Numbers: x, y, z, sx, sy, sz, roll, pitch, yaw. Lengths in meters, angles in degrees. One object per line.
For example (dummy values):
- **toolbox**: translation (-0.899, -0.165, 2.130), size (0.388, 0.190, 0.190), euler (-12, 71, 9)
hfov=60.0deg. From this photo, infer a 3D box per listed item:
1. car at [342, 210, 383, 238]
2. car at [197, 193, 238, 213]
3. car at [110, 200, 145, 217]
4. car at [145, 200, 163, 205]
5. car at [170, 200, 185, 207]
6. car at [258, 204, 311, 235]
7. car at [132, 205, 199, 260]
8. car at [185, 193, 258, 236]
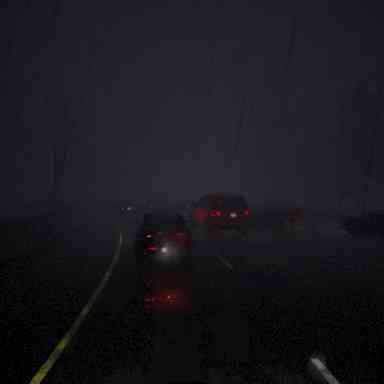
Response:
- **car**: translation (9.117, 1.498, 15.066), size (2.033, 1.411, 5.357), euler (0, 0, -9)
- **car**: translation (2.664, 1.121, 36.373), size (2.150, 2.045, 5.566), euler (0, 0, -24)
- **car**: translation (-6.298, 1.472, 30.843), size (2.033, 1.411, 5.357), euler (0, 0, -23)
- **car**: translation (-4.295, 1.512, 34.885), size (1.895, 1.301, 4.718), euler (0, 0, -24)
- **car**: translation (-0.755, 1.507, 35.471), size (1.895, 1.301, 4.718), euler (0, 0, -24)
- **car**: translation (4.765, 1.437, 18.688), size (2.128, 1.511, 4.902), euler (0, 0, -12)
- **car**: translation (-1.111, 1.474, 12.289), size (1.837, 1.490, 4.892), euler (0, 0, -8)
- **car**: translation (1.368, 1.172, 18.211), size (2.150, 2.045, 5.566), euler (0, 0, -12)
